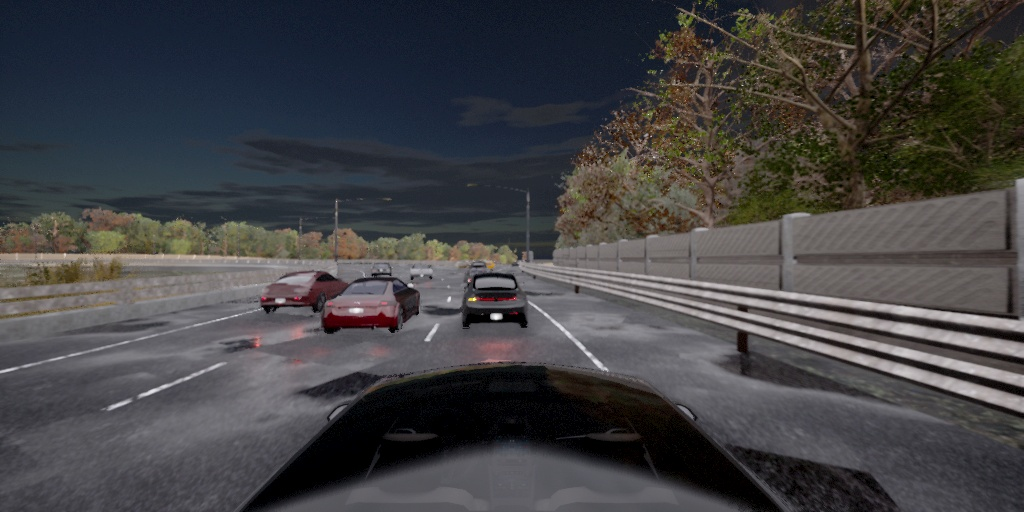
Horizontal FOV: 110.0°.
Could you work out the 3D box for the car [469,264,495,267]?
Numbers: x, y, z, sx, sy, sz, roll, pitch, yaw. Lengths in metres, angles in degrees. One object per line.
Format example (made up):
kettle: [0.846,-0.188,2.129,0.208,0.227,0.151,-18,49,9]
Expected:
car: [-1.996,1.388,22.306,1.895,1.301,4.718,0,0,-7]

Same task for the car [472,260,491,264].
car: [-3.337,1.317,36.630,1.837,1.490,4.892,0,0,-4]

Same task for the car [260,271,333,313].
car: [-7.902,1.306,14.074,1.812,1.442,4.674,0,0,-7]

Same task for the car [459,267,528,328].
car: [-0.605,1.274,11.500,1.837,1.490,4.892,0,0,-5]

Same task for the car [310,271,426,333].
car: [-4.041,1.334,10.927,1.994,1.385,4.181,0,0,-5]

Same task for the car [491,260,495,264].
car: [-3.460,1.314,51.179,1.882,1.535,5.008,0,0,1]

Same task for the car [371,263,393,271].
car: [-12.701,1.368,34.951,2.033,1.411,5.357,0,0,-19]

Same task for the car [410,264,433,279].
car: [-8.490,1.414,33.228,1.895,1.301,4.718,0,0,-17]
